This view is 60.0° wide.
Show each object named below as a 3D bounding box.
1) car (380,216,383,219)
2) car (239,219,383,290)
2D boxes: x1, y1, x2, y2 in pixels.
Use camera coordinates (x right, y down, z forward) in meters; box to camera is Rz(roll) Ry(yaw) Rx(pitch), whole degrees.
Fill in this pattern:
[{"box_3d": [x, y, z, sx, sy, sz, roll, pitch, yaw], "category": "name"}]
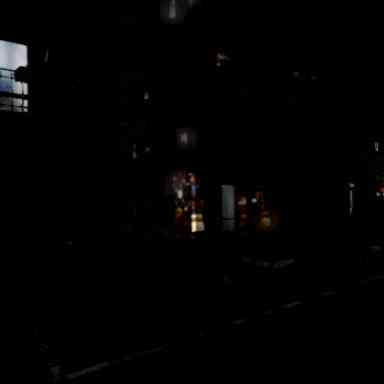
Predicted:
[{"box_3d": [7.747, 1.453, 12.094, 4.313, 1.339, 1.947, -1, 0, -35], "category": "car"}, {"box_3d": [3.124, 1.517, 8.798, 4.206, 1.307, 1.802, -1, 0, -35], "category": "car"}]
